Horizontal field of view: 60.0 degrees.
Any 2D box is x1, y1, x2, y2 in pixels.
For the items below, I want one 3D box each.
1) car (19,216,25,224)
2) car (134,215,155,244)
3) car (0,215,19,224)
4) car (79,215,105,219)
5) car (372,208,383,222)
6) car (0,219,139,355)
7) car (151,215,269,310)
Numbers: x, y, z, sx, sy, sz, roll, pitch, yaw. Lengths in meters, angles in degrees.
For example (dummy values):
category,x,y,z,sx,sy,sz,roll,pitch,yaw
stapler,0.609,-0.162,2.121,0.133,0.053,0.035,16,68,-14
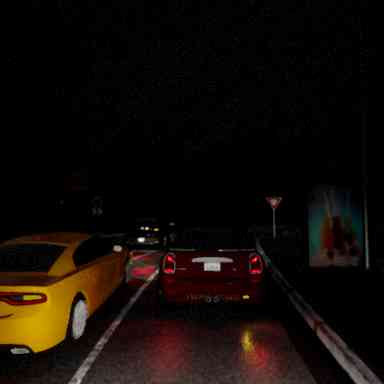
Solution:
category,x,y,z,sx,sy,sz,roll,pitch,yaw
car,-28.243,4.280,51.701,5.357,1.411,2.033,3,-5,-43
car,-2.043,1.942,16.752,1.837,1.490,4.892,0,-3,3
car,-27.857,4.047,47.319,1.895,1.301,4.718,-3,-5,41
car,-16.294,4.415,54.198,4.181,1.385,1.994,0,-4,-7
car,22.515,2.705,39.920,5.008,1.535,1.882,-5,-3,-7
car,-2.539,1.516,6.426,1.882,1.535,5.008,0,-1,3
car,0.480,1.418,8.119,2.097,1.767,4.553,0,-1,3
